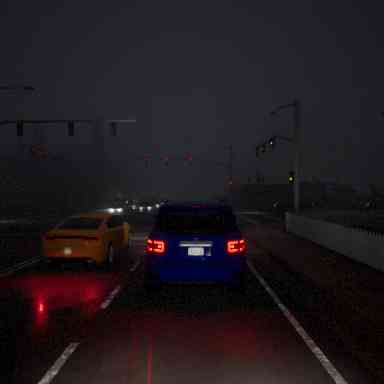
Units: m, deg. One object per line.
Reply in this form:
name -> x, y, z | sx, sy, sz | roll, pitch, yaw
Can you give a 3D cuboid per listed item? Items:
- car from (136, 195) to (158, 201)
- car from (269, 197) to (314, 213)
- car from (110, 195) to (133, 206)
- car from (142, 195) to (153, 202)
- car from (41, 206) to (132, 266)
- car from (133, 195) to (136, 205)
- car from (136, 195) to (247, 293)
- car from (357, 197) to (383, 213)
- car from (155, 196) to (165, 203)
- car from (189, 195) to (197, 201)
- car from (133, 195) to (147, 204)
car -> -6.976, 1.547, 52.198 | 2.033, 1.411, 5.357 | 0, 0, 0
car -> 10.730, 1.352, 36.046 | 4.553, 1.767, 2.097 | 0, 0, -1
car -> -10.486, 1.491, 48.200 | 2.128, 1.511, 4.902 | 0, 0, 0
car -> -10.323, 1.524, 76.935 | 1.812, 1.442, 4.674 | 0, 0, 0
car -> -3.397, 1.478, 11.612 | 1.882, 1.535, 5.008 | 0, 0, 0
car -> -10.447, 1.352, 57.411 | 2.097, 1.767, 4.553 | 0, 0, 0
car -> 0.083, 1.221, 8.990 | 2.150, 2.045, 5.566 | 0, 0, 0
car -> 20.511, 1.352, 36.266 | 4.553, 1.767, 2.097 | 0, 0, -1
car -> -6.835, 1.524, 71.677 | 1.812, 1.442, 4.674 | 0, 0, 0
car -> 0.204, 1.540, 88.979 | 2.033, 1.411, 5.357 | 0, 0, 0
car -> -10.366, 1.478, 66.680 | 1.882, 1.535, 5.008 | 0, 0, 1
